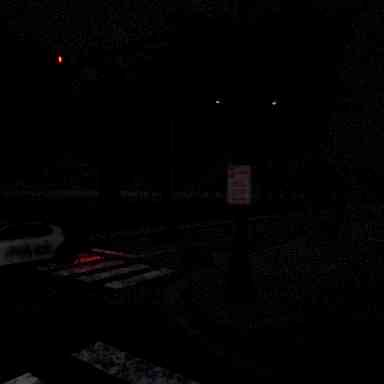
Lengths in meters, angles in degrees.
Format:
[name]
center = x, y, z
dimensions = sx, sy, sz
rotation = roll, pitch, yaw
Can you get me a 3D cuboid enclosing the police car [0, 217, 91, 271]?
[police car]
center = -5.604, 1.582, 9.938
dimensions = 2.038, 1.542, 4.974
rotation = 1, 0, 36
